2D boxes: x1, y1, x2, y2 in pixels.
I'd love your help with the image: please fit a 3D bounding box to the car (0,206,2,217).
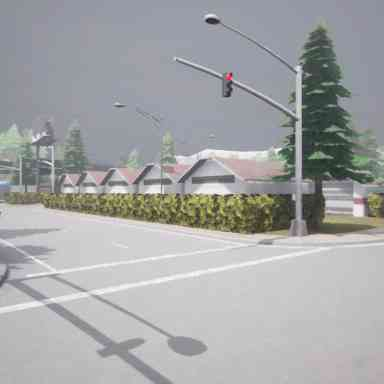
[{"bbox_3d":[-18.889,1.363,30.530,1.882,1.535,5.008,0,0,-39],"label":"car"}]
